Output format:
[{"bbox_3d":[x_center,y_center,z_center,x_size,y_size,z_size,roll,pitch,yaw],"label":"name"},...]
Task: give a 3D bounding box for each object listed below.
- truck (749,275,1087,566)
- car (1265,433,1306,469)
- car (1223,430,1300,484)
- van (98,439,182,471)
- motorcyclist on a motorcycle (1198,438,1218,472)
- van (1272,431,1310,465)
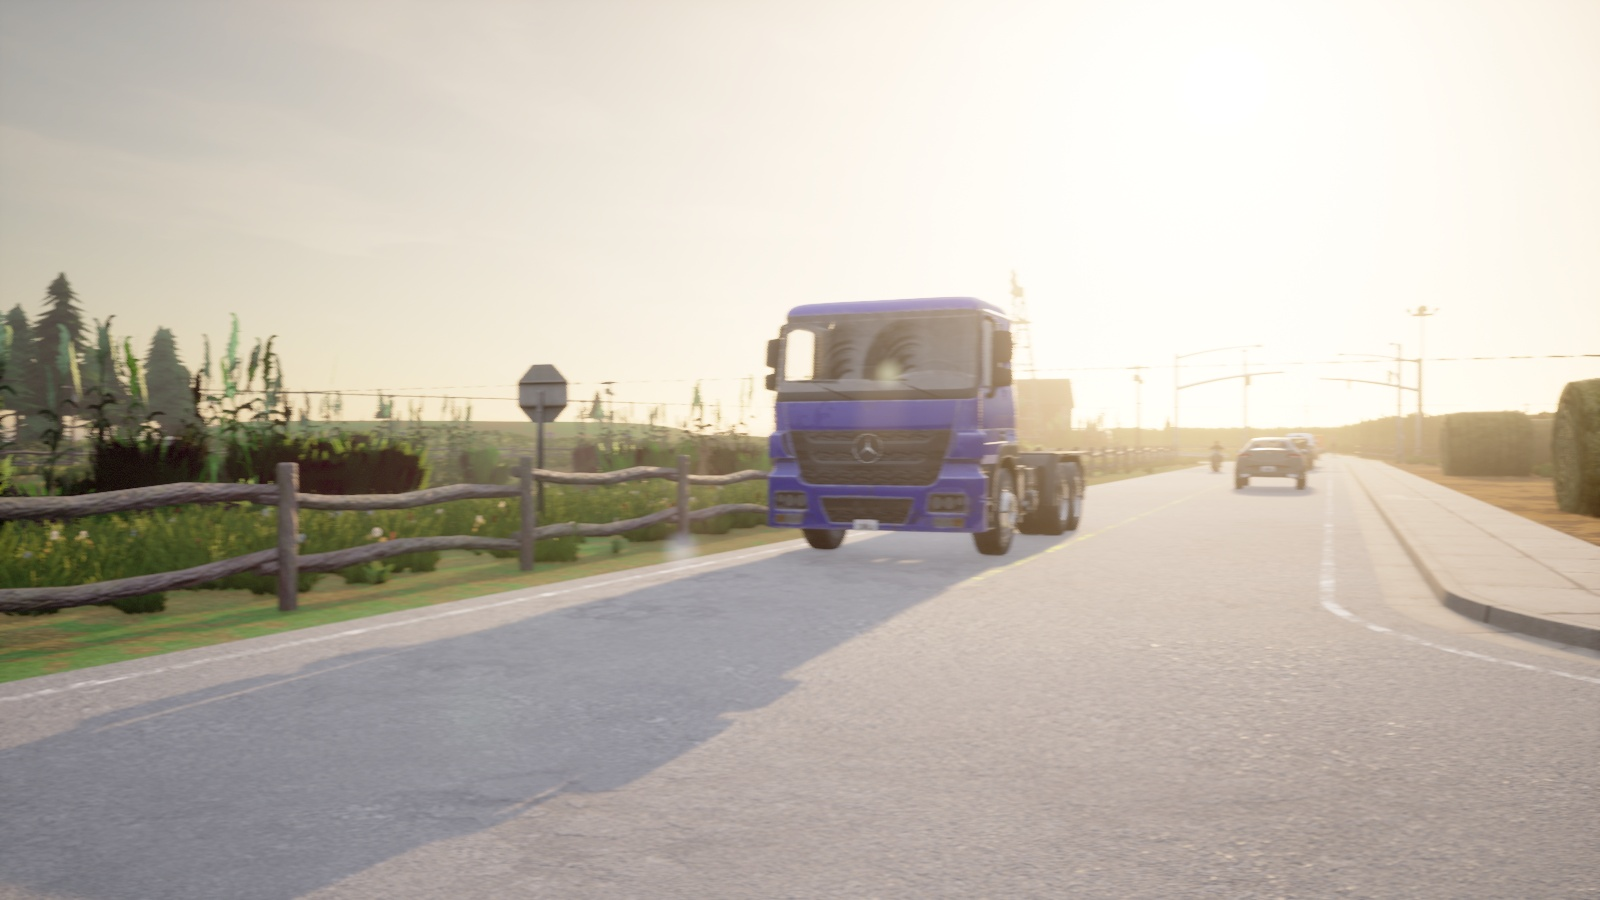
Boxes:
[{"bbox_3d":[2.217,-0.372,19.135,2.891,3.462,7.936,0,0,23],"label":"truck"},{"bbox_3d":[25.853,0.038,66.781,1.932,1.855,4.605,0,0,23],"label":"car"},{"bbox_3d":[15.202,0.197,41.207,2.152,1.651,5.027,0,0,23],"label":"car"},{"bbox_3d":[-42.409,0.298,80.779,2.069,2.038,4.480,0,0,23],"label":"van"},{"bbox_3d":[20.441,0.224,62.888,0.766,1.649,2.350,0,1,23],"label":"motorcyclist on a motorcycle"},{"bbox_3d":[30.416,-0.139,77.738,2.069,2.038,4.480,0,0,23],"label":"van"}]
